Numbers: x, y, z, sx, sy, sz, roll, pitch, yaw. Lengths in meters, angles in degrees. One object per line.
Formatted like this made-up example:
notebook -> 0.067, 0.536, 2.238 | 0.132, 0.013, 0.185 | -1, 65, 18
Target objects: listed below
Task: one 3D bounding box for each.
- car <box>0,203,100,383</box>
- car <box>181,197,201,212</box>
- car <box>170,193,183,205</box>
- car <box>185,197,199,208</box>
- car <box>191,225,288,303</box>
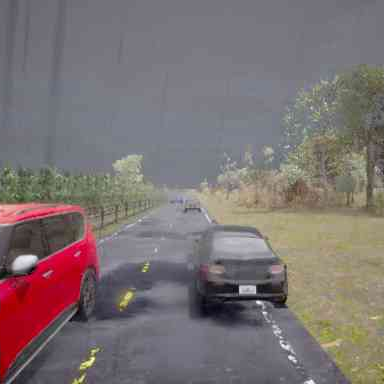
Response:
car -> -2.849, 1.223, 4.297 | 2.150, 2.045, 5.566 | 0, 0, 0
car -> 0.090, 1.544, 38.010 | 2.033, 1.411, 5.357 | 0, 0, 0
car -> -2.742, 1.192, 60.558 | 2.150, 2.045, 5.566 | 0, 0, 0
car -> 0.023, 1.492, 48.632 | 1.837, 1.490, 4.892 | 0, 0, 0
car -> 0.964, 1.529, 8.062 | 1.812, 1.442, 4.674 | 0, 0, 0
